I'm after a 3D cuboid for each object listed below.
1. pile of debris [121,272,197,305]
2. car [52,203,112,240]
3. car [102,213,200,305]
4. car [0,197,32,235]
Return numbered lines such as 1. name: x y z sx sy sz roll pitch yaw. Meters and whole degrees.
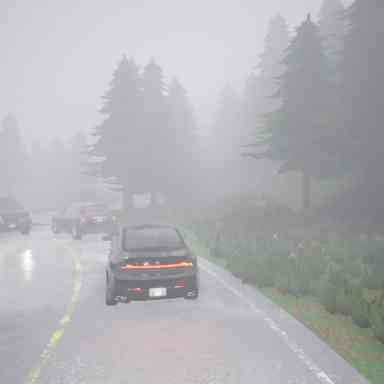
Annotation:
1. pile of debris: -0.851 2.175 7.698 1.500 0.140 1.860 0 0 -14
2. car: -5.713 1.352 17.418 2.097 1.767 4.553 0 0 -39
3. car: -1.108 1.504 8.188 1.837 1.490 4.892 0 0 -12
4. car: -10.619 1.281 17.968 5.566 2.045 2.150 0 0 45
